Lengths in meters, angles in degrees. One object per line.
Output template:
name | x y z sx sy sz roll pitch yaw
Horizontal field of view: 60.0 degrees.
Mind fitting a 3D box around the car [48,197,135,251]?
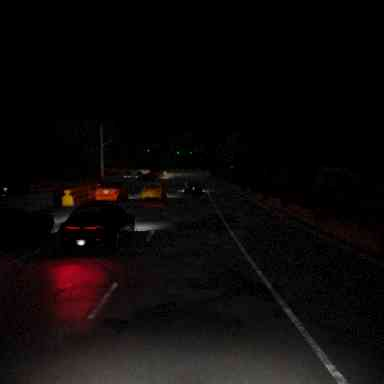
car | -3.402 1.184 12.614 1.837 1.490 4.892 0 3 0

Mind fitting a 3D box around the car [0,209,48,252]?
car | -6.902 1.288 12.398 1.895 1.301 4.718 0 3 0

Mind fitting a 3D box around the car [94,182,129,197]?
car | -6.868 -0.103 28.722 2.097 1.767 4.553 0 4 0

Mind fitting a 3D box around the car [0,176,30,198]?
car | -17.521 -0.331 31.723 2.097 1.767 4.553 0 4 1

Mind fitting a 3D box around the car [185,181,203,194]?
car | 0.174 -0.550 37.451 1.994 1.385 4.181 0 4 0

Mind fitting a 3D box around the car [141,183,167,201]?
car | -3.366 -0.073 29.997 1.882 1.535 5.008 0 4 0
